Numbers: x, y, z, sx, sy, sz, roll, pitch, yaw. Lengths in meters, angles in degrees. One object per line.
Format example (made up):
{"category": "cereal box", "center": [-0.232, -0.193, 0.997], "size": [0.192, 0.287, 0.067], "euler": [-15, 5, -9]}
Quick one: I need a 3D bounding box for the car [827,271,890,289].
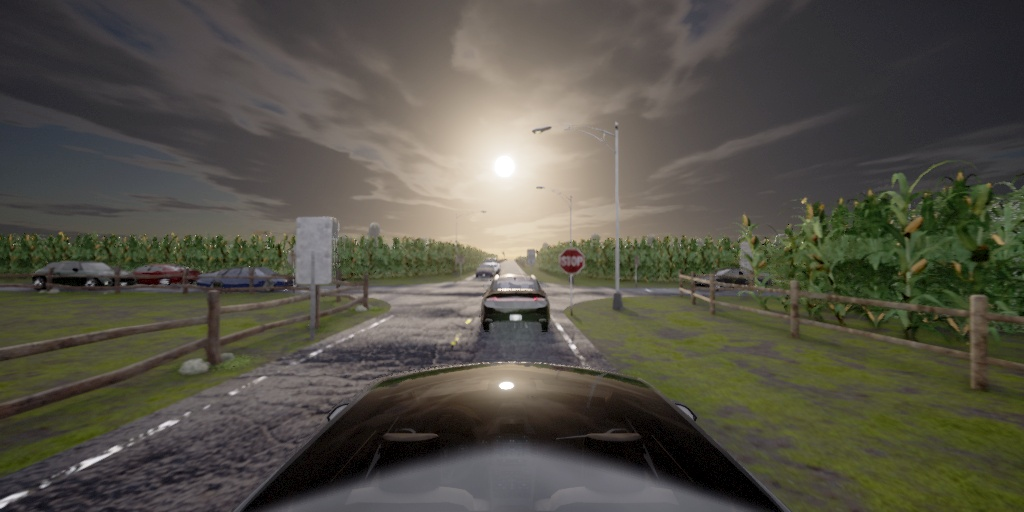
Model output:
{"category": "car", "center": [23.999, 1.461, 24.027], "size": [4.553, 1.767, 2.097], "euler": [0, -1, 1]}

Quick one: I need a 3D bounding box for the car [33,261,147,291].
{"category": "car", "center": [-25.475, 1.106, 21.553], "size": [4.553, 1.767, 2.097], "euler": [0, -1, 1]}

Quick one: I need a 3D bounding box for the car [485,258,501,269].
{"category": "car", "center": [-2.857, 1.333, 49.290], "size": [2.150, 2.045, 5.566], "euler": [0, 0, 1]}

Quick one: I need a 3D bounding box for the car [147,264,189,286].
{"category": "car", "center": [-24.257, 1.290, 24.488], "size": [5.008, 1.535, 1.882], "euler": [0, -1, 1]}

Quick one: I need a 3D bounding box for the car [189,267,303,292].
{"category": "car", "center": [-15.611, 1.355, 21.484], "size": [5.357, 1.411, 2.033], "euler": [0, -1, -1]}

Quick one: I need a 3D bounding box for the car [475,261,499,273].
{"category": "car", "center": [-2.865, 1.583, 39.026], "size": [2.033, 1.411, 5.357], "euler": [0, 0, 0]}

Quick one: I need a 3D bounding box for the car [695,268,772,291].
{"category": "car", "center": [14.659, 1.551, 24.120], "size": [4.892, 1.490, 1.837], "euler": [0, -1, 1]}

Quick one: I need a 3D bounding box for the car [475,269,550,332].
{"category": "car", "center": [0.094, 1.317, 11.226], "size": [2.128, 1.511, 4.902], "euler": [0, 0, 0]}
